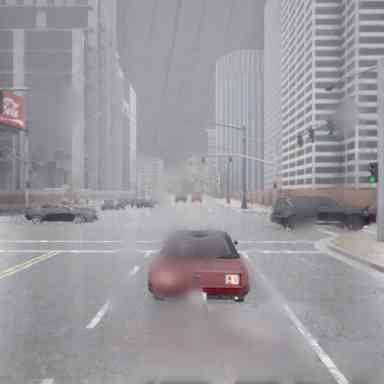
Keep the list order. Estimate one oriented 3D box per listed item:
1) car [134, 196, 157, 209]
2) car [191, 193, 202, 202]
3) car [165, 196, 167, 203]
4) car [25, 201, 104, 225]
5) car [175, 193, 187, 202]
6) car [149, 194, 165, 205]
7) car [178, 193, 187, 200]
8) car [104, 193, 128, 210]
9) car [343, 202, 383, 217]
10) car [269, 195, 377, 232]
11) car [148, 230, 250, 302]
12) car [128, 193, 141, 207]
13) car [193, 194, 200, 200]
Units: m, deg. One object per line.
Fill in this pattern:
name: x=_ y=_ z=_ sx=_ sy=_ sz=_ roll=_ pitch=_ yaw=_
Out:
car: x=-6.460 y=1.601 z=46.788 sx=1.895 sy=1.301 sz=4.718 roll=0 pitch=0 yaw=1
car: x=1.012 y=1.216 z=73.311 sx=2.150 sy=2.045 sz=5.566 roll=0 pitch=0 yaw=1
car: x=-6.094 y=1.477 z=67.238 sx=1.882 sy=1.535 sz=5.008 roll=0 pitch=0 yaw=1
car: x=-9.072 y=1.491 z=23.389 sx=4.902 sy=1.511 sz=2.128 roll=0 pitch=0 yaw=0
car: x=-2.487 y=1.216 z=73.360 sx=2.150 sy=2.045 sz=5.566 roll=0 pitch=0 yaw=1
car: x=-6.313 y=1.564 z=56.790 sx=1.994 sy=1.385 sz=4.181 roll=0 pitch=0 yaw=0
car: x=-2.338 y=1.184 z=84.000 sx=2.097 sy=1.767 sz=4.553 roll=0 pitch=0 yaw=1
car: x=-10.022 y=1.352 z=42.408 sx=2.097 sy=1.767 sz=4.553 roll=0 pitch=0 yaw=1
car: x=16.532 y=1.601 z=30.367 sx=4.718 sy=1.301 sz=1.895 roll=0 pitch=0 yaw=1
car: x=7.443 y=1.221 z=19.746 sx=5.566 sy=2.045 sz=2.150 roll=0 pitch=0 yaw=0
car: x=0.211 y=1.601 z=8.239 sx=1.895 sy=1.301 sz=4.718 roll=0 pitch=0 yaw=2
car: x=-9.868 y=1.221 z=51.991 sx=2.150 sy=2.045 sz=5.566 roll=0 pitch=0 yaw=1
car: x=1.162 y=1.353 z=83.981 sx=1.812 sy=1.442 sz=4.674 roll=0 pitch=0 yaw=1
